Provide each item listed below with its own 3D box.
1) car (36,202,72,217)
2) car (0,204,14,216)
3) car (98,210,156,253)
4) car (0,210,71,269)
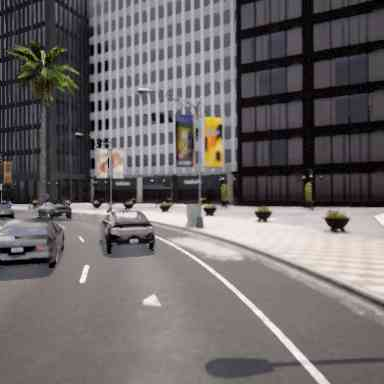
[{"bbox_3d":[-12.198,1.616,29.246,1.837,1.490,4.892,0,0,-42],"label":"car"},{"bbox_3d":[-17.382,1.718,29.411,4.181,1.385,1.994,0,0,42],"label":"car"},{"bbox_3d":[-2.844,1.520,14.044,2.128,1.511,4.902,0,0,-19],"label":"car"},{"bbox_3d":[-5.416,1.596,11.261,2.033,1.411,5.357,0,0,-18],"label":"car"}]
